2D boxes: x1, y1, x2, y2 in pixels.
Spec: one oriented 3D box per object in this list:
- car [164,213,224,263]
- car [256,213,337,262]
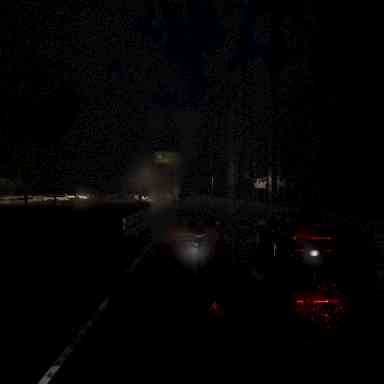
[{"bbox_3d":[0.050,1.494,11.970,2.128,1.511,4.902,0,0,0],"label":"car"},{"bbox_3d":[3.565,1.509,12.076,1.837,1.490,4.892,0,0,0],"label":"car"}]
